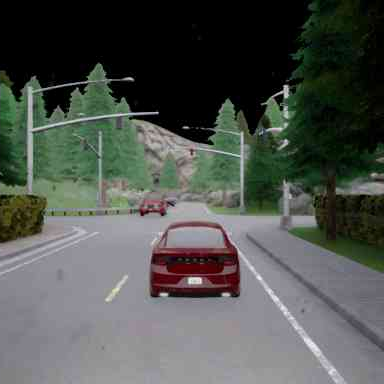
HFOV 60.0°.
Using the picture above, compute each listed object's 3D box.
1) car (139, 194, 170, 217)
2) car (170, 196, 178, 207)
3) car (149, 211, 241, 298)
[{"bbox_3d":[-3.567,1.215,31.581,2.150,2.045,5.566,0,0,0],"label":"car"},{"bbox_3d":[-3.561,1.601,49.621,1.895,1.301,4.718,0,0,0],"label":"car"},{"bbox_3d":[0.074,1.478,8.578,1.882,1.535,5.008,0,0,0],"label":"car"}]
